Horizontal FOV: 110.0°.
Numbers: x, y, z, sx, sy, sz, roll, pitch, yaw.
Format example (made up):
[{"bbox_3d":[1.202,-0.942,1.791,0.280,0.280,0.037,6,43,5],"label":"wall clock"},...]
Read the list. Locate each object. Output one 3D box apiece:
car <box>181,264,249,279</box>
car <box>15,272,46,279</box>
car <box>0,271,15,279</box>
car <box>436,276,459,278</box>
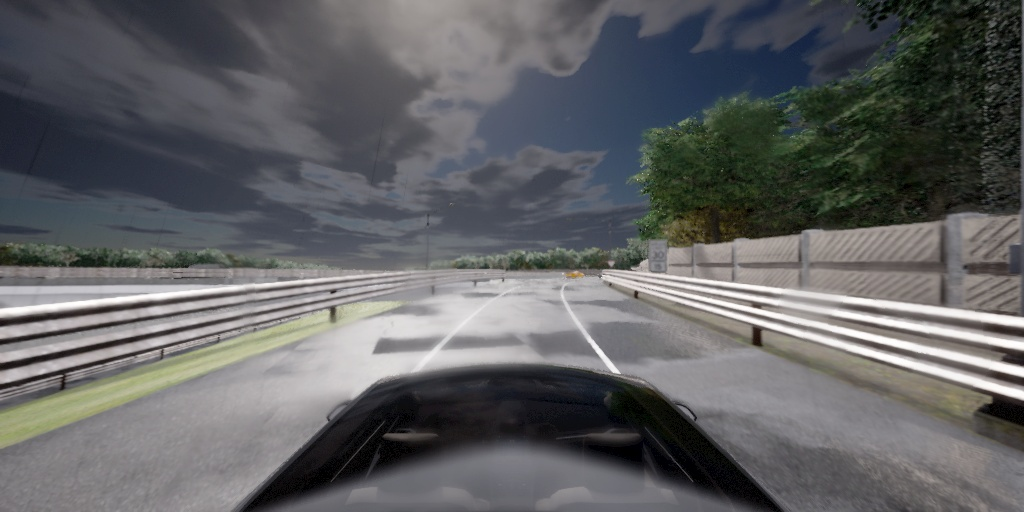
[{"bbox_3d":[-26.479,1.526,32.219,4.553,1.767,2.097,2,-3,-30],"label":"car"},{"bbox_3d":[-44.917,1.747,31.567,4.718,1.301,1.895,1,-3,-20],"label":"car"},{"bbox_3d":[-43.772,1.491,28.268,4.892,1.490,1.837,1,-3,-20],"label":"car"},{"bbox_3d":[-7.314,2.523,45.689,4.718,1.301,1.895,3,-4,-42],"label":"car"}]
